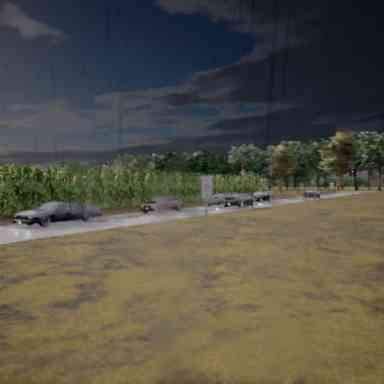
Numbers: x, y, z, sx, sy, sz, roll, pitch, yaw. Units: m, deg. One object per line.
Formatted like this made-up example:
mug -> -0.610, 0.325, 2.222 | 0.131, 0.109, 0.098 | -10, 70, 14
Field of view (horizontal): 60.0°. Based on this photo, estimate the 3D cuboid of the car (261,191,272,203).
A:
car -> 9.362, 0.643, 45.889 | 1.882, 1.535, 5.008 | 0, 1, 36

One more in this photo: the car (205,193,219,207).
car -> 3.283, 0.863, 37.340 | 1.837, 1.490, 4.892 | 0, 1, 36

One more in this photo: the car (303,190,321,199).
car -> 20.353, 0.367, 56.423 | 1.882, 1.535, 5.008 | 0, 1, 35

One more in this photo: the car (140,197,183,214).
car -> -2.599, 1.111, 29.040 | 1.994, 1.385, 4.181 | 0, 1, 34

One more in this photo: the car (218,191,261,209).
car -> 5.027, 0.885, 34.715 | 1.837, 1.490, 4.892 | 0, 1, 35

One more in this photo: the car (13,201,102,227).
car -> -8.238, 1.279, 20.967 | 2.033, 1.411, 5.357 | 0, 1, 34
